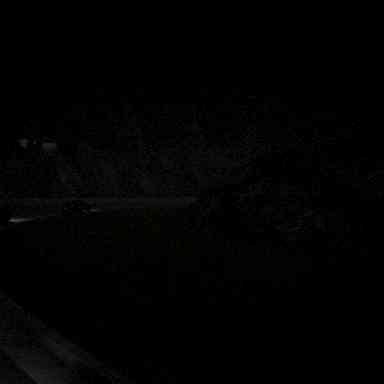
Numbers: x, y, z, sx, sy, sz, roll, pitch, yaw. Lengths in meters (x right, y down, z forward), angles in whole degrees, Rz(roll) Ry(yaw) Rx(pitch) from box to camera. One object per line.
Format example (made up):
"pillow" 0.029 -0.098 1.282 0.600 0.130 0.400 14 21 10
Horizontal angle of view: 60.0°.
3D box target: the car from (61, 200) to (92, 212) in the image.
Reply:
"car" -13.876 1.665 40.166 1.812 1.442 4.674 0 0 13

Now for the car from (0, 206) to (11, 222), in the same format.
"car" -14.613 1.577 23.898 1.812 1.442 4.674 0 0 -11
